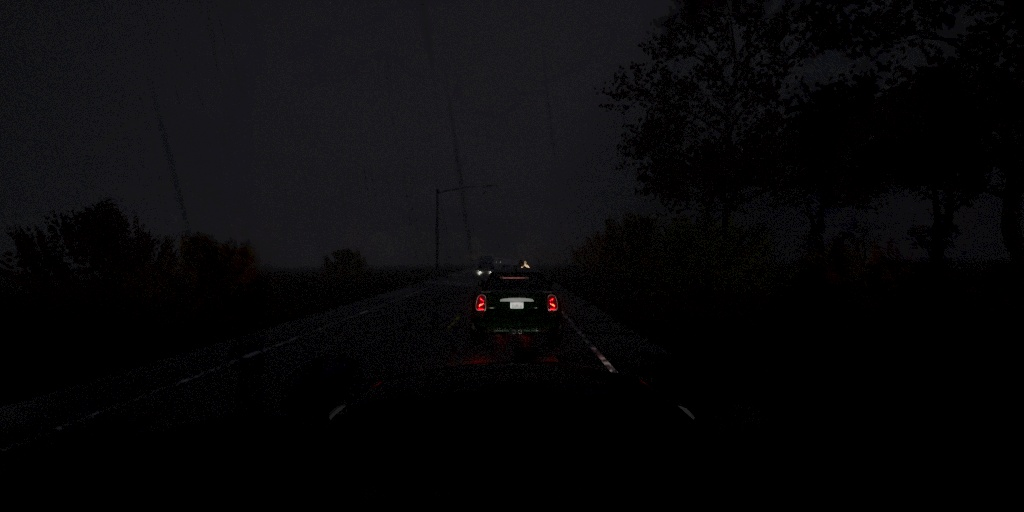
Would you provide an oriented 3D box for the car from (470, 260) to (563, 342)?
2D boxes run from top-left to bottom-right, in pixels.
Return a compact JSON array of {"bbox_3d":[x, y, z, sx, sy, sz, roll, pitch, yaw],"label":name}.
[{"bbox_3d":[0.106,1.097,9.944,2.097,1.767,4.553,0,0,0],"label":"car"}]

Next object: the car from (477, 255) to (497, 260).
[{"bbox_3d":[-3.743,0.941,51.687,2.150,2.045,5.566,0,0,0],"label":"car"}]

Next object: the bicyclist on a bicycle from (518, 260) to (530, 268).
[{"bbox_3d":[0.954,1.170,25.768,0.866,1.612,1.509,0,0,1],"label":"bicyclist on a bicycle"}]
